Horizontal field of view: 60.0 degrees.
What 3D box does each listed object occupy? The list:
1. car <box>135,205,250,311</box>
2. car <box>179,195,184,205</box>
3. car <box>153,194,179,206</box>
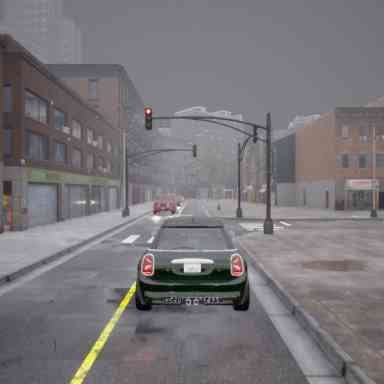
[{"bbox_3d":[0.023,1.352,7.933,2.097,1.767,4.553,0,0,0],"label":"car"},{"bbox_3d":[-2.738,1.529,52.468,1.837,1.490,4.892,0,0,0],"label":"car"},{"bbox_3d":[-2.782,1.229,34.896,2.150,2.045,5.566,0,0,0],"label":"car"}]
